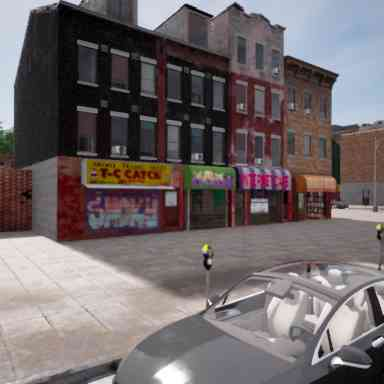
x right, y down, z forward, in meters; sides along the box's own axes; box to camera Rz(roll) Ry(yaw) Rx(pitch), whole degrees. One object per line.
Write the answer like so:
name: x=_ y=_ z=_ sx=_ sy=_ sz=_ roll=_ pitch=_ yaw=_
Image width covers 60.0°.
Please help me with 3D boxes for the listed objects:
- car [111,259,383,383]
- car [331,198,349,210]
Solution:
car: x=1.290 y=1.551 z=3.719 sx=4.403 sy=1.369 sz=2.008 roll=0 pitch=0 yaw=-35
car: x=16.441 y=1.375 z=40.275 sx=1.837 sy=1.490 sz=4.892 roll=0 pitch=0 yaw=-36
